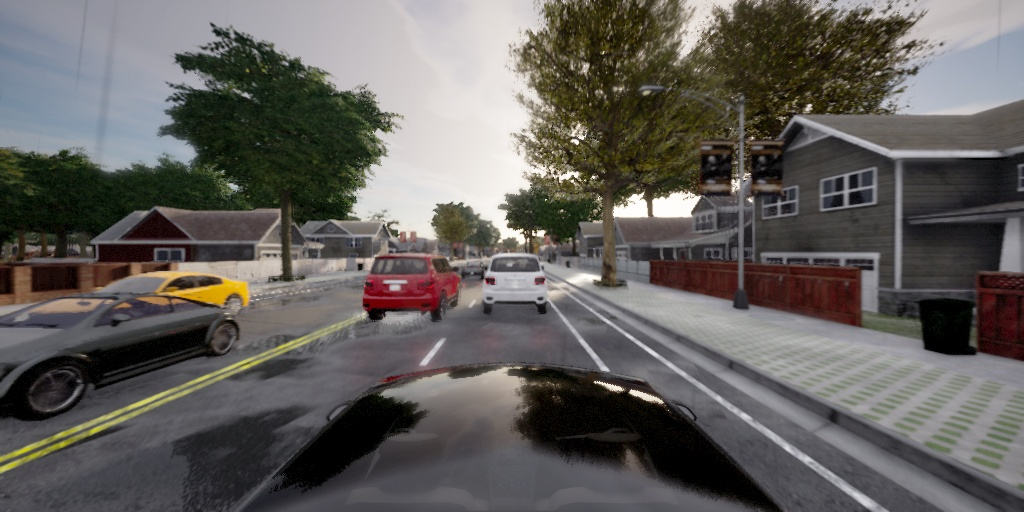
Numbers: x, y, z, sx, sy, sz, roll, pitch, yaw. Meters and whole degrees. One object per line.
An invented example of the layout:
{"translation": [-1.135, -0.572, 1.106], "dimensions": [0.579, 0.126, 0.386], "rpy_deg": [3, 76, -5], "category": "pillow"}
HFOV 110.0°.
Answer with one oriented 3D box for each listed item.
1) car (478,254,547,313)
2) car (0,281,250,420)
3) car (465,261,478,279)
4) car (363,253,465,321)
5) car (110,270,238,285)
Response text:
{"translation": [0.101, 0.932, 13.823], "dimensions": [2.150, 2.045, 5.566], "rpy_deg": [0, 0, 0], "category": "car"}
{"translation": [-6.598, 1.300, 5.668], "dimensions": [1.994, 1.385, 4.181], "rpy_deg": [0, 0, 0], "category": "car"}
{"translation": [-3.145, 1.152, 30.785], "dimensions": [2.128, 1.511, 4.902], "rpy_deg": [0, 0, 0], "category": "car"}
{"translation": [-3.148, 0.936, 12.347], "dimensions": [2.150, 2.045, 5.566], "rpy_deg": [0, 0, 0], "category": "car"}
{"translation": [-9.845, 1.200, 10.061], "dimensions": [1.882, 1.535, 5.008], "rpy_deg": [0, 0, 0], "category": "car"}
